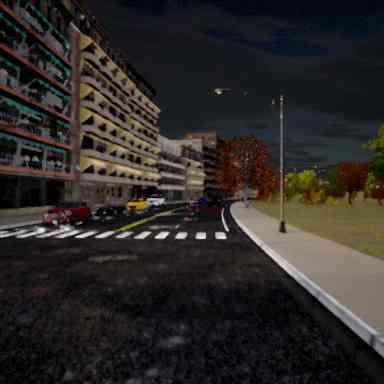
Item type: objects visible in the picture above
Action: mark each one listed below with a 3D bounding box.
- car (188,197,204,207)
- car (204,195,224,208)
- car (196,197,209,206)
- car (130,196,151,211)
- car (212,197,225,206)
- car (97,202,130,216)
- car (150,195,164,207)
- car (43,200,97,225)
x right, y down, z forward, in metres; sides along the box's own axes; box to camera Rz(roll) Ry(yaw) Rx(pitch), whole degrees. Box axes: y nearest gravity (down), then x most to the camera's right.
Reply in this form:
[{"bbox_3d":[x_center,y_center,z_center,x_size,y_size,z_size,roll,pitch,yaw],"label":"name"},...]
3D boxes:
[{"bbox_3d":[0.554,1.761,55.641,2.128,1.511,4.902,0,0,8],"label":"car"},{"bbox_3d":[3.785,1.493,55.283,2.150,2.045,5.566,0,0,8],"label":"car"},{"bbox_3d":[2.064,1.822,65.892,1.882,1.535,5.008,0,0,10],"label":"car"},{"bbox_3d":[-7.306,1.668,44.766,1.882,1.535,5.008,0,0,6],"label":"car"},{"bbox_3d":[5.343,1.843,65.799,2.128,1.511,4.902,0,0,10],"label":"car"},{"bbox_3d":[-8.330,1.735,34.516,1.895,1.301,4.718,0,0,5],"label":"car"},{"bbox_3d":[-6.049,1.479,55.264,2.150,2.045,5.566,0,0,7],"label":"car"},{"bbox_3d":[-9.039,1.433,24.461,2.097,1.767,4.553,0,0,3],"label":"car"}]
